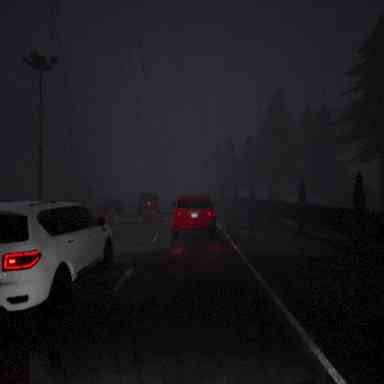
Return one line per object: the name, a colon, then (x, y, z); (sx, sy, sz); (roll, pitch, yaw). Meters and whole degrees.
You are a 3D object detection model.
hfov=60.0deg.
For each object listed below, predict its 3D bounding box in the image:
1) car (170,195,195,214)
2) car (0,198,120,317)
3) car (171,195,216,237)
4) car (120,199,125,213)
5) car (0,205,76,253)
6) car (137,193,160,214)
car: (-1.067, 1.263, 34.813); (2.097, 1.767, 4.553); (0, 0, -7)
car: (-3.398, 1.202, 7.559); (2.150, 2.045, 5.566); (0, 0, 0)
car: (0.085, 1.175, 18.039); (2.150, 2.045, 5.566); (0, 0, -1)
car: (-8.144, 1.402, 35.080); (2.128, 1.511, 4.902); (0, 0, -8)
car: (-6.895, 1.440, 14.516); (1.882, 1.535, 5.008); (0, 0, 0)
car: (-4.453, 1.134, 34.209); (2.150, 2.045, 5.566); (0, 0, -8)
